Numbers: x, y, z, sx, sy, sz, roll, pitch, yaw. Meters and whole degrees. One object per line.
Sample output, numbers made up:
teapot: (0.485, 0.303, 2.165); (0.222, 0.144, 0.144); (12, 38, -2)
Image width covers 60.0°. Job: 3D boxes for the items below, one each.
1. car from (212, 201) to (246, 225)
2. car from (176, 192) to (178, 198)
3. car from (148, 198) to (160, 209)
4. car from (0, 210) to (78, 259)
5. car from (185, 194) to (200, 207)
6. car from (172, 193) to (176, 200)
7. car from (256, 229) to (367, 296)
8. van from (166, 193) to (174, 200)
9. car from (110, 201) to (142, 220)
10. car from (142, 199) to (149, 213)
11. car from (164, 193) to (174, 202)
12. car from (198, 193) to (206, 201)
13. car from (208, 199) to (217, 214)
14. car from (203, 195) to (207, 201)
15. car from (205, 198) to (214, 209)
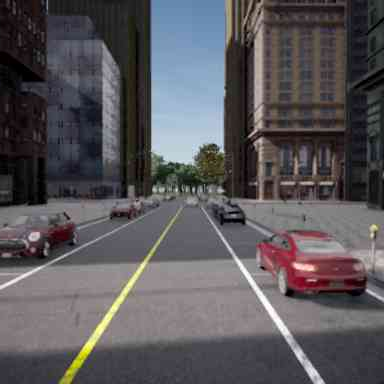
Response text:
car: (2.749, 1.580, 23.989); (1.947, 1.339, 4.313); (-1, 0, 0)
car: (-5.789, 1.222, 94.013); (2.192, 1.841, 5.009); (-1, 0, 0)
car: (-5.780, 1.557, 44.624); (2.008, 1.369, 4.403); (-1, 0, 0)
car: (-5.777, 1.449, 12.357); (1.967, 1.590, 4.097); (-1, 0, 0)
car: (0.001, 1.524, 51.671); (1.812, 1.442, 4.674); (0, 0, 0)
car: (-5.788, 1.255, 82.654); (2.192, 1.841, 5.009); (-1, 0, 0)
car: (2.751, 1.588, 8.381); (1.802, 1.307, 4.206); (-1, 0, 0)
van: (-5.788, 1.266, 88.334); (1.690, 1.788, 3.998); (-1, 0, 0)
car: (-5.778, 1.558, 28.491); (1.887, 1.381, 4.507); (-1, 0, 0)
car: (-5.778, 1.595, 33.868); (1.802, 1.307, 4.206); (-1, 0, 0)
car: (-5.784, 1.536, 76.974); (1.802, 1.307, 4.206); (-1, 0, 0)
car: (2.741, 1.479, 77.154); (1.752, 1.417, 4.829); (-1, 0, 0)
car: (2.748, 1.579, 29.192); (1.947, 1.339, 4.313); (-1, 0, 0)
car: (2.745, 1.532, 44.970); (1.752, 1.417, 4.829); (-1, 0, 0)
car: (2.747, 1.564, 34.394); (2.008, 1.369, 4.403); (-1, 0, 0)
